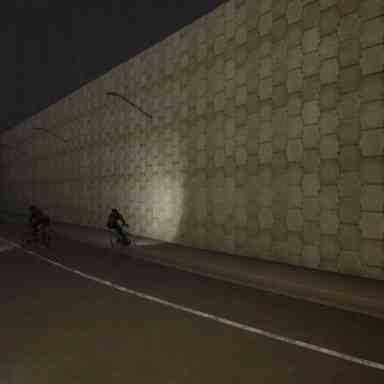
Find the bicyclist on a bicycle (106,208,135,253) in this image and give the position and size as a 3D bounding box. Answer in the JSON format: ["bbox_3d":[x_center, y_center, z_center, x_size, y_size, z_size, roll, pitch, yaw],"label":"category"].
[{"bbox_3d":[-2.557,1.330,11.614,0.582,1.620,1.656,-26,-11,12],"label":"bicyclist on a bicycle"}]

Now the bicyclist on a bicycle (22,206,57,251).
[{"bbox_3d":[-5.674,1.317,12.251,1.656,1.620,0.582,-10,-6,19],"label":"bicyclist on a bicycle"}]
